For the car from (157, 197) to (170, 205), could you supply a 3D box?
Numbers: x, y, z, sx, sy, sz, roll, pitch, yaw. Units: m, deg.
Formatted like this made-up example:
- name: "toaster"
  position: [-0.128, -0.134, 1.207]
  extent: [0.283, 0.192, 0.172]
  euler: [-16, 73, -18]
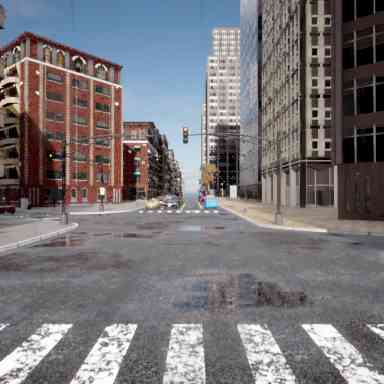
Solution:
- name: "car"
  position: [-5.305, 1.650, 62.443]
  extent: [1.947, 1.339, 4.313]
  euler: [0, 0, 0]

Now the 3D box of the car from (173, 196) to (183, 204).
- name: "car"
  position: [-2.766, 1.621, 66.428]
  extent: [1.812, 1.442, 4.674]
  euler: [0, 0, 1]

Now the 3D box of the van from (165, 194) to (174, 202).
- name: "van"
  position: [-5.302, 1.474, 79.099]
  extent: [1.690, 1.788, 3.998]
  euler: [0, 0, 0]

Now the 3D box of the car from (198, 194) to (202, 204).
- name: "car"
  position: [2.576, 1.644, 67.993]
  extent: [1.887, 1.381, 4.507]
  euler: [0, 0, 0]

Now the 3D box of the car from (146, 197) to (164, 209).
- name: "car"
  position: [-5.306, 1.570, 45.615]
  extent: [1.752, 1.417, 4.829]
  euler: [0, 0, 0]

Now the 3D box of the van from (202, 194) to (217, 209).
- name: "van"
  position: [2.575, 1.386, 45.784]
  extent: [1.690, 1.788, 3.998]
  euler: [0, 0, 0]

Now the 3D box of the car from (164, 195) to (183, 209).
- name: "car"
  position: [-2.807, 1.537, 45.974]
  extent: [2.128, 1.511, 4.902]
  euler: [0, 0, 2]

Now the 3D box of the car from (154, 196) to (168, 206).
- name: "car"
  position: [-5.305, 1.510, 56.891]
  extent: [1.967, 1.590, 4.097]
  euler: [0, 0, 0]

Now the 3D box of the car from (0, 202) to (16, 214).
- name: "car"
  position: [-21.141, 1.790, 36.459]
  extent: [4.718, 1.301, 1.895]
  euler: [-1, -1, 41]
